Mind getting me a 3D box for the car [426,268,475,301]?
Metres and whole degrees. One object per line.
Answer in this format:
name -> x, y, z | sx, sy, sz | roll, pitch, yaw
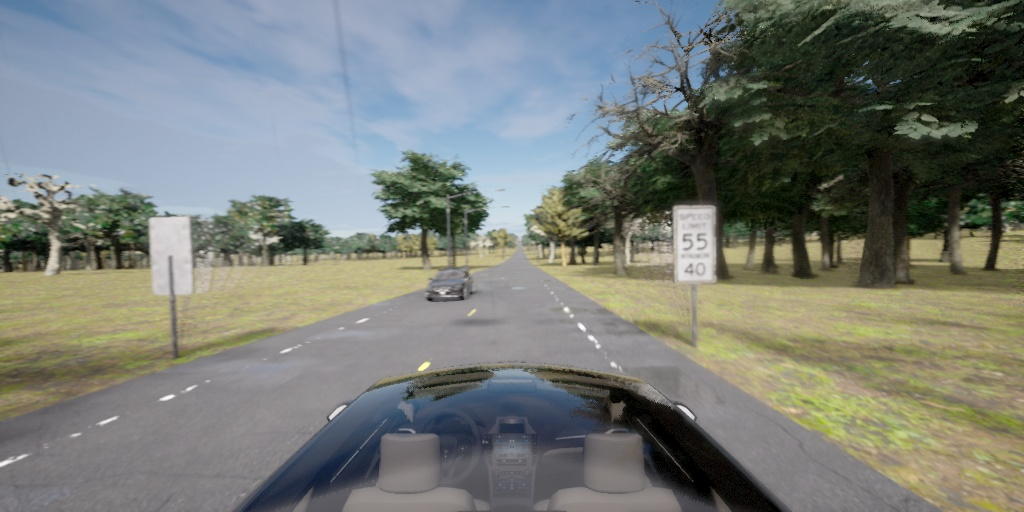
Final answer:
car -> -3.083, 1.407, 18.585 | 1.837, 1.490, 4.892 | -1, 0, 1
